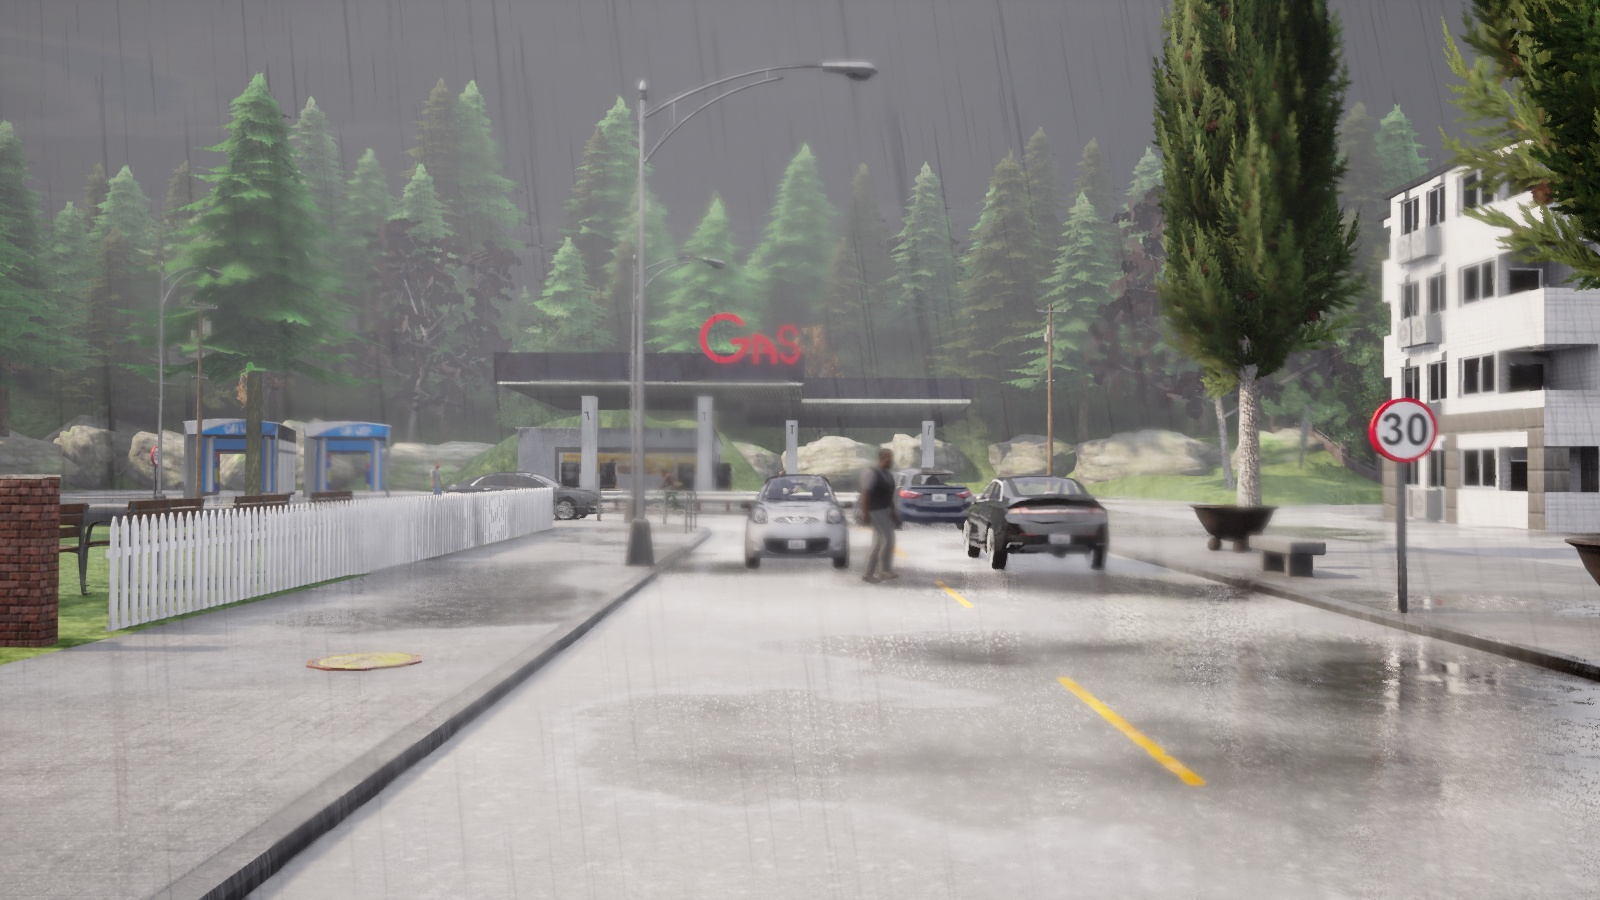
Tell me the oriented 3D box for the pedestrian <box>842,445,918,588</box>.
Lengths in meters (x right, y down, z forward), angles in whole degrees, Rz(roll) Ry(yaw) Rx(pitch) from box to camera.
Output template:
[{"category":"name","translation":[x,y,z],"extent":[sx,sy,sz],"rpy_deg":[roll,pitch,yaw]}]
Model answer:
[{"category":"pedestrian","translation":[1.087,0.884,16.974],"extent":[0.849,1.883,0.563],"rpy_deg":[-1,-1,33]}]

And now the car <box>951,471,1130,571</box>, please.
[{"category":"car","translation":[3.959,1.117,21.586],"extent":[2.128,1.511,4.902],"rpy_deg":[0,-1,0]}]

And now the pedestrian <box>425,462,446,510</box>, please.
[{"category":"pedestrian","translation":[-14.015,1.389,48.282],"extent":[0.706,1.836,0.354],"rpy_deg":[0,-1,11]}]

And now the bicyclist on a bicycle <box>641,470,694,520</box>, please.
[{"category":"bicyclist on a bicycle","translation":[-4.423,1.489,41.907],"extent":[1.656,1.620,0.582],"rpy_deg":[-1,0,20]}]

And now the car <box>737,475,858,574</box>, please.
[{"category":"car","translation":[-0.038,1.181,21.051],"extent":[1.845,1.501,3.633],"rpy_deg":[0,-1,0]}]

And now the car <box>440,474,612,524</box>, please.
[{"category":"car","translation":[-8.401,1.503,38.742],"extent":[4.892,1.490,1.837],"rpy_deg":[0,-1,2]}]

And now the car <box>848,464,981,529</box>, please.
[{"category":"car","translation":[3.072,1.231,34.802],"extent":[2.242,1.667,4.611],"rpy_deg":[0,-1,-15]}]
